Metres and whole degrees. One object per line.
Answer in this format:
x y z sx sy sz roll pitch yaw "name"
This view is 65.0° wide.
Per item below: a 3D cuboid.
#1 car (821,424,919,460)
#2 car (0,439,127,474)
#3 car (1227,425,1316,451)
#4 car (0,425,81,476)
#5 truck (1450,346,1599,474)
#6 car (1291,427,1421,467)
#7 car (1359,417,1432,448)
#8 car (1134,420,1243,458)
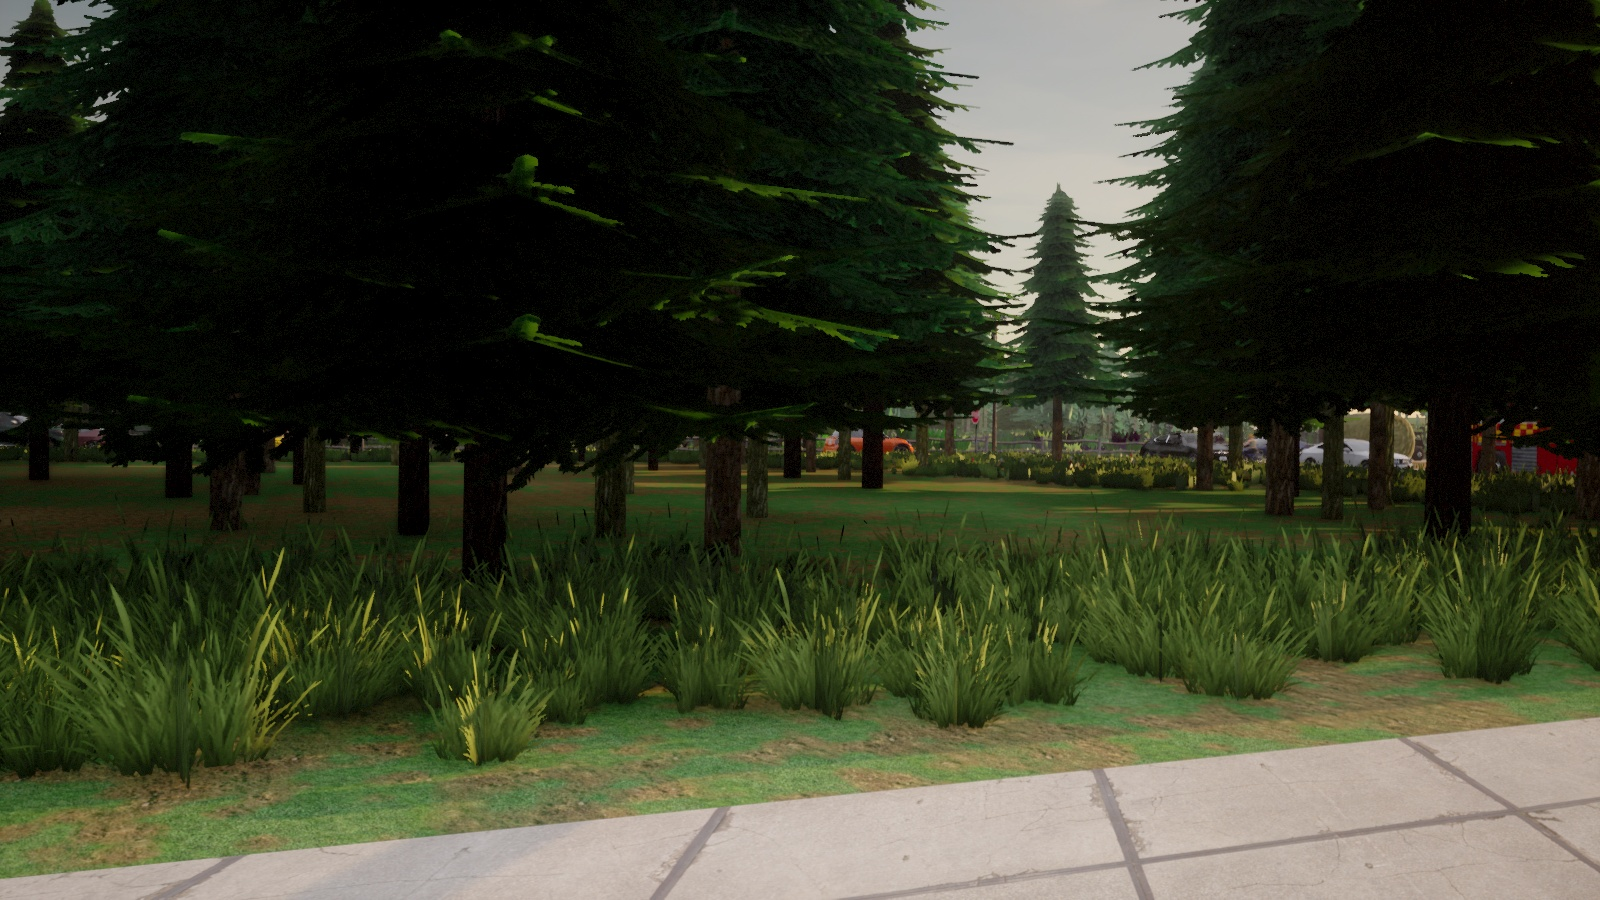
3.577 -0.431 64.520 4.553 1.767 2.097 -1 1 -18 "car"
-32.556 0.268 55.574 4.674 1.442 1.812 -1 1 -20 "car"
28.677 -0.744 76.392 4.792 1.488 2.163 -1 1 -18 "car"
-33.000 0.028 51.706 5.566 2.045 2.150 -1 1 -20 "car"
24.896 -1.233 39.124 2.891 3.827 8.468 -1 1 -21 "truck"
21.358 -0.156 48.465 1.812 1.442 4.674 -1 1 -21 "car"
37.596 -1.089 79.297 3.866 1.878 1.905 -1 1 -18 "car"
17.767 -0.515 57.735 2.152 1.651 5.027 -1 1 -21 "car"
